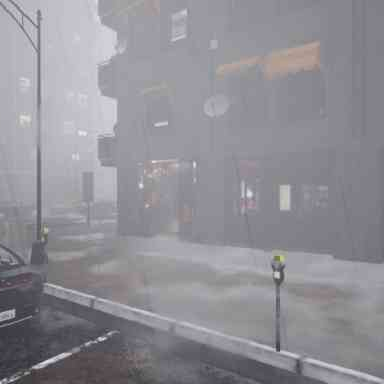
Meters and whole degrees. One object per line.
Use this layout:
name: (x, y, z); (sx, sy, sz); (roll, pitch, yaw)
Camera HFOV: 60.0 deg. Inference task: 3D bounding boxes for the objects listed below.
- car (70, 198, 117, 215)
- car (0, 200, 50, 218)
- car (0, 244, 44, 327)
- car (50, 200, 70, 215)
car: (-8.275, 1.276, 29.714); (1.994, 1.385, 4.181); (0, 1, 36)
car: (-13.964, 1.350, 26.110); (2.008, 1.369, 4.403); (1, 1, 35)
car: (-4.456, 1.551, 6.073); (4.403, 1.369, 2.008); (0, 0, 36)
car: (-10.862, 1.250, 30.526); (1.752, 1.417, 4.829); (1, 1, 35)
